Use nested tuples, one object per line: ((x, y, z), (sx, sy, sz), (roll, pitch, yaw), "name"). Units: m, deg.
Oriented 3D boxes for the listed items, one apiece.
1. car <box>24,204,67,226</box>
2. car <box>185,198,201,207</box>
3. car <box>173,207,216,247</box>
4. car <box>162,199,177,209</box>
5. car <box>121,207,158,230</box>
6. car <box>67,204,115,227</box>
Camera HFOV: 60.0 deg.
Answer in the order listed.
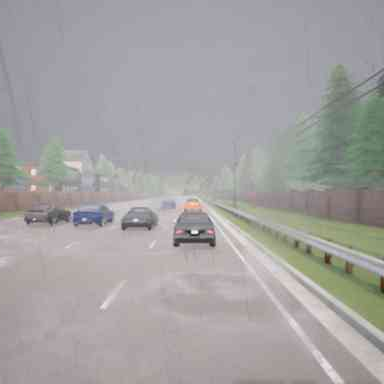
((-10.395, 1.629, 24.380), (2.128, 1.511, 4.902), (0, 0, 0), "car")
((0.116, 1.589, 42.790), (2.097, 1.767, 4.553), (0, 0, 0), "car")
((0.104, 1.634, 15.545), (2.033, 1.411, 5.357), (0, 0, 0), "car")
((-3.381, 1.753, 49.691), (1.882, 1.535, 5.008), (0, 0, 0), "car")
((-3.399, 1.688, 22.127), (1.994, 1.385, 4.181), (0, 0, 0), "car")
((-6.895, 1.610, 23.787), (1.882, 1.535, 5.008), (0, 0, 0), "car")
